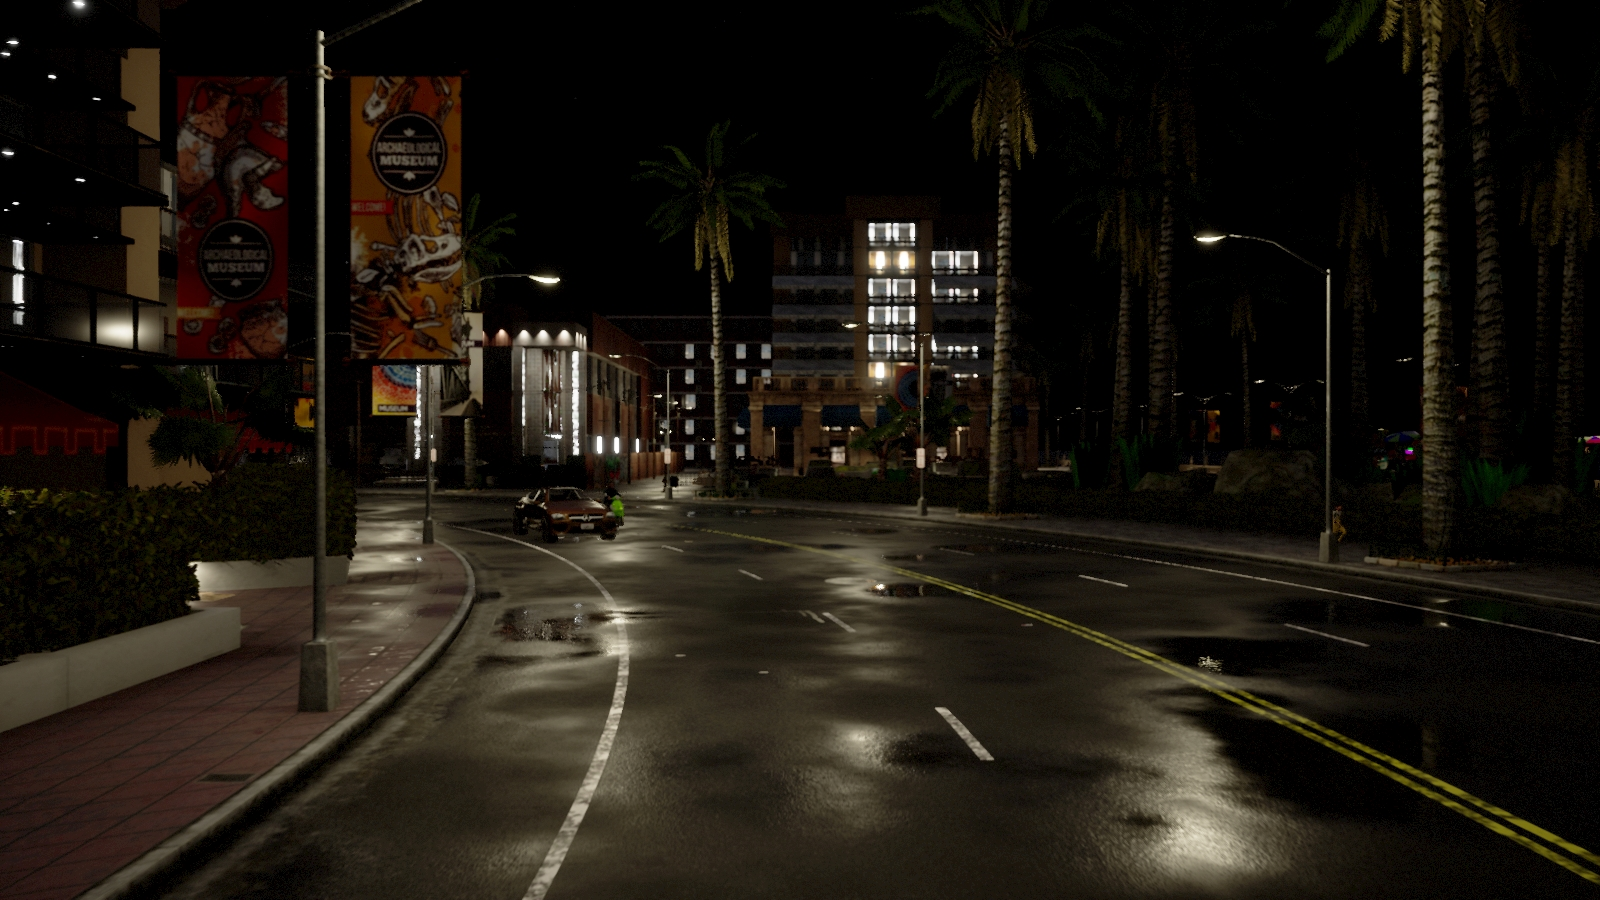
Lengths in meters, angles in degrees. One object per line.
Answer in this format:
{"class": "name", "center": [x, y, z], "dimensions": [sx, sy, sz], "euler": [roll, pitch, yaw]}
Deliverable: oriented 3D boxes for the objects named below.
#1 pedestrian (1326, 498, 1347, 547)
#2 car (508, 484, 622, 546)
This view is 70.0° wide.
{"class": "pedestrian", "center": [14.635, 1.977, 31.178], "dimensions": [0.375, 1.300, 0.375], "euler": [0, 0, -26]}
{"class": "car", "center": [-7.556, 1.991, 36.322], "dimensions": [2.152, 1.651, 5.027], "euler": [0, 0, -29]}
